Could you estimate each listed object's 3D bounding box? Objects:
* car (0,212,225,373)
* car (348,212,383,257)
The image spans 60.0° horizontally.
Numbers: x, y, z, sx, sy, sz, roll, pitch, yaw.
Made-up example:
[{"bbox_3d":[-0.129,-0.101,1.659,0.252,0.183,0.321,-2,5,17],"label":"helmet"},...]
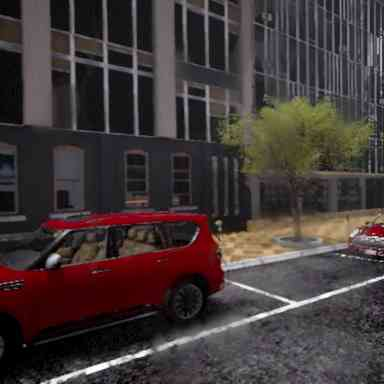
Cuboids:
[{"bbox_3d":[-1.707,1.310,5.485,5.009,1.841,2.192,0,-1,-36],"label":"car"},{"bbox_3d":[7.356,1.403,11.842,4.097,1.590,1.967,0,-1,-36],"label":"car"}]
